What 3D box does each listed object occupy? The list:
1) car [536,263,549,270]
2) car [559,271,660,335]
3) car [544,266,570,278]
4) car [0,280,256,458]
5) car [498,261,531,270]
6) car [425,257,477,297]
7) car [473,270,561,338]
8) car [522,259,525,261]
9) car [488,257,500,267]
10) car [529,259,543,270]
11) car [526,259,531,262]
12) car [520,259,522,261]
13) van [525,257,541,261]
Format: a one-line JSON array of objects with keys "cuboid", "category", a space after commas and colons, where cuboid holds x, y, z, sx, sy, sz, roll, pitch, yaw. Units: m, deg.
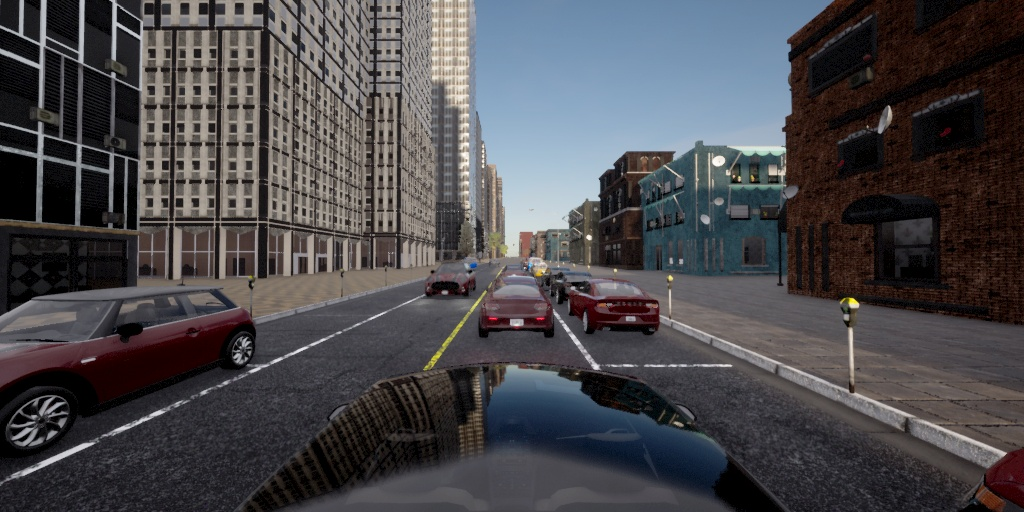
[{"cuboid": [2.711, 1.316, 21.488, 1.948, 1.339, 4.313, 0, 0, 0], "category": "car"}, {"cuboid": [2.700, 1.296, 10.398, 1.888, 1.381, 4.507, 0, 0, 0], "category": "car"}, {"cuboid": [2.705, 1.316, 15.944, 1.948, 1.339, 4.313, 0, 0, 0], "category": "car"}, {"cuboid": [-5.687, 1.190, 4.857, 1.967, 1.591, 4.097, 0, 0, 0], "category": "car"}, {"cuboid": [0.129, 1.313, 26.867, 1.994, 1.385, 4.181, 0, 0, 0], "category": "car"}, {"cuboid": [-3.084, 1.102, 18.757, 2.097, 1.767, 4.553, 0, 0, 0], "category": "car"}, {"cuboid": [0.106, 1.277, 10.111, 1.812, 1.442, 4.674, 0, 0, 0], "category": "car"}, {"cuboid": [2.739, 1.184, 48.413, 1.967, 1.591, 4.097, 0, 0, 0], "category": "car"}, {"cuboid": [-2.940, 0.982, 60.340, 2.128, 1.511, 4.902, 0, 0, 0], "category": "car"}, {"cuboid": [2.723, 1.274, 32.149, 1.751, 1.417, 4.829, 0, 0, 0], "category": "car"}, {"cuboid": [2.728, 1.298, 37.457, 2.007, 1.370, 4.403, 0, 0, 0], "category": "car"}, {"cuboid": [2.745, 1.057, 53.891, 2.192, 1.841, 5.009, 0, 0, 0], "category": "car"}, {"cuboid": [2.734, 1.087, 42.935, 1.690, 1.789, 3.998, 0, 0, 0], "category": "van"}]
